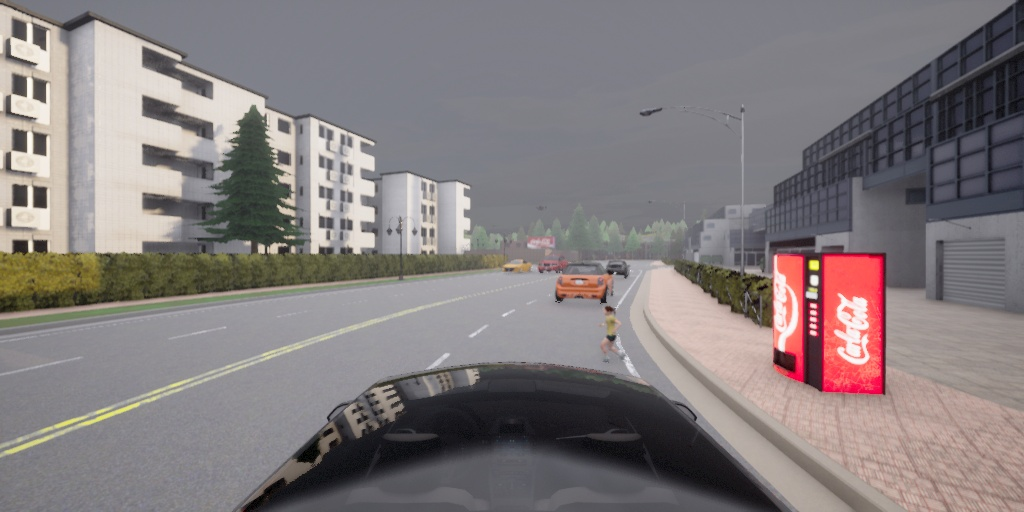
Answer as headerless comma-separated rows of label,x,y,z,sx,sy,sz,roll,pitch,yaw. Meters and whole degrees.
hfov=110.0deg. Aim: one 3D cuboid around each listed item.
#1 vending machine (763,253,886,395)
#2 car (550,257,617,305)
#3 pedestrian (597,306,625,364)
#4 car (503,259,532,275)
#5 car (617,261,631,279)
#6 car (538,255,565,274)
vending machine,4.621,0.937,5.328,1.100,2.100,0.880,0,0,8
car,3.401,1.067,16.235,2.097,1.767,4.553,0,0,20
pedestrian,1.854,1.412,6.600,0.500,1.100,0.500,0,0,9
car,0.615,1.137,38.749,1.882,1.535,5.008,0,0,22
car,9.457,1.181,32.042,1.837,1.490,4.892,0,0,21
car,4.532,0.881,39.120,2.150,2.045,5.566,0,0,22
